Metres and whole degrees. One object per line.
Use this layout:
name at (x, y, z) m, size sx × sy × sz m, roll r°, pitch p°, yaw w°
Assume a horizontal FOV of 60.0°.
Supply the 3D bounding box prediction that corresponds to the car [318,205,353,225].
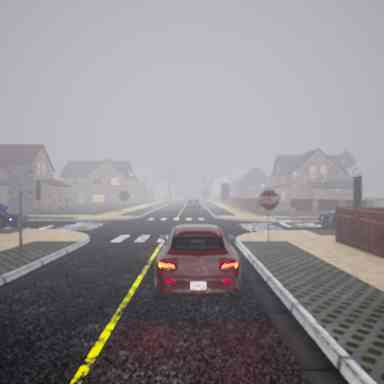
car at (11.151, 1.635, 23.391) m, size 4.181 × 1.385 × 1.994 m, roll 0°, pitch 0°, yaw 0°

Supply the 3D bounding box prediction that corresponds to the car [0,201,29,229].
car at (-13.127, 1.174, 20.440) m, size 5.566 × 2.045 × 2.150 m, roll 0°, pitch 0°, yaw 0°

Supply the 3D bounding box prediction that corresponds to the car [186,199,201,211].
car at (0.200, 1.612, 42.490) m, size 2.033 × 1.411 × 5.357 m, roll 0°, pitch 0°, yaw 0°

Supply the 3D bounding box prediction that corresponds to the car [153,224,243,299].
car at (0.124, 1.523, 8.294) m, size 1.812 × 1.442 × 4.674 m, roll 0°, pitch 0°, yaw 0°
